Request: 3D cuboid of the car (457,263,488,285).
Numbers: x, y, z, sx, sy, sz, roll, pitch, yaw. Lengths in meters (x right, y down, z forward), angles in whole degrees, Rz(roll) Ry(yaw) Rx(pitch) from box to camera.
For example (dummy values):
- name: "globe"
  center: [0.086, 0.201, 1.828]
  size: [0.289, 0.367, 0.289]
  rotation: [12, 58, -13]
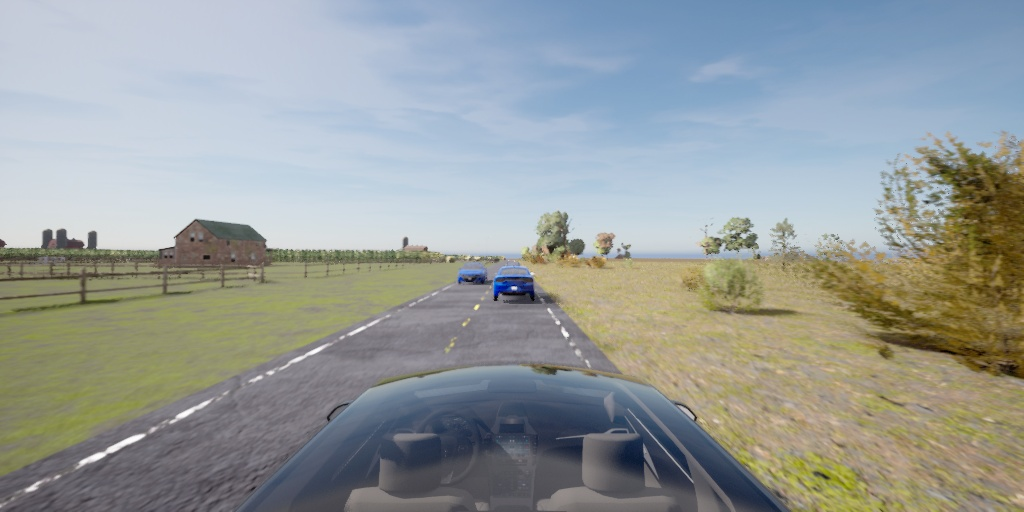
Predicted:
- name: "car"
  center: [-2.850, 1.256, 26.702]
  size: [1.882, 1.535, 5.008]
  rotation: [0, 0, 0]

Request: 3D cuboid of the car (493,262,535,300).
- name: "car"
  center: [0.097, 1.237, 17.878]
  size: [1.882, 1.535, 5.008]
  rotation: [0, 0, 0]
